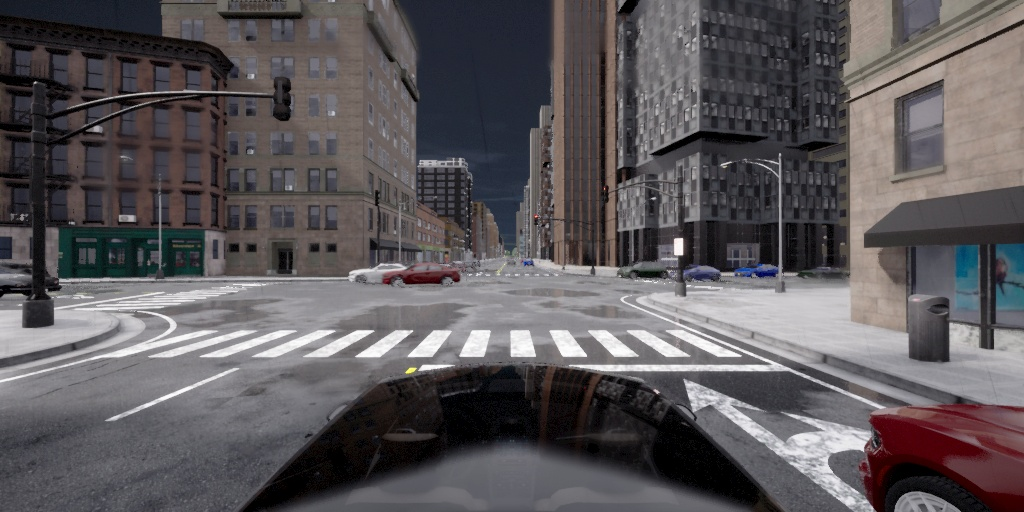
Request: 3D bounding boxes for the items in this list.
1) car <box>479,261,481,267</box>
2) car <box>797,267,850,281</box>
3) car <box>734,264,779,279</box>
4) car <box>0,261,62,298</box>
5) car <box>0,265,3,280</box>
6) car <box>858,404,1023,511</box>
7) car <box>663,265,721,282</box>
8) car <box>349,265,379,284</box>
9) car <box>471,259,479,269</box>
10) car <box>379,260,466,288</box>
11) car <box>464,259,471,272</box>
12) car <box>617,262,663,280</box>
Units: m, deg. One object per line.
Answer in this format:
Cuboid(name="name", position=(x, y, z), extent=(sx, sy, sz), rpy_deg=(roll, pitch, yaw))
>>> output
Cuboid(name="car", position=(-6.673, 1.326, 64.625), extent=(1.994, 1.385, 4.181), rpy_deg=(0, 0, 0))
Cuboid(name="car", position=(30.589, 1.744, 35.210), extent=(4.718, 1.301, 1.895), rpy_deg=(1, 0, -14))
Cuboid(name="car", position=(25.538, 1.587, 37.218), extent=(5.008, 1.535, 1.882), rpy_deg=(0, 0, -15))
Cuboid(name="car", position=(-22.317, 1.032, 14.441), extent=(5.357, 1.411, 2.033), rpy_deg=(1, 0, -16))
Cuboid(name="car", position=(-21.029, 1.021, 11.451), extent=(5.357, 1.411, 2.033), rpy_deg=(1, 0, -13))
Cuboid(name="car", position=(3.353, 1.228, 0.399), extent=(1.882, 1.535, 5.008), rpy_deg=(0, 0, 0))
Cuboid(name="car", position=(15.808, 1.494, 30.933), extent=(4.674, 1.442, 1.812), rpy_deg=(1, 0, -18))
Cuboid(name="car", position=(-9.119, 1.240, 25.736), extent=(4.674, 1.442, 1.812), rpy_deg=(1, 0, -19))
Cuboid(name="car", position=(-6.683, 1.253, 54.663), extent=(2.128, 1.511, 4.902), rpy_deg=(0, 0, 0))
Cuboid(name="car", position=(-5.852, 1.221, 23.445), extent=(5.008, 1.535, 1.882), rpy_deg=(0, -1, -19))
Cuboid(name="car", position=(-6.672, 1.284, 44.703), extent=(1.812, 1.442, 4.674), rpy_deg=(0, 0, 0))
Cuboid(name="car", position=(12.177, 1.307, 33.570), extent=(4.553, 1.767, 2.097), rpy_deg=(1, -1, -12))
